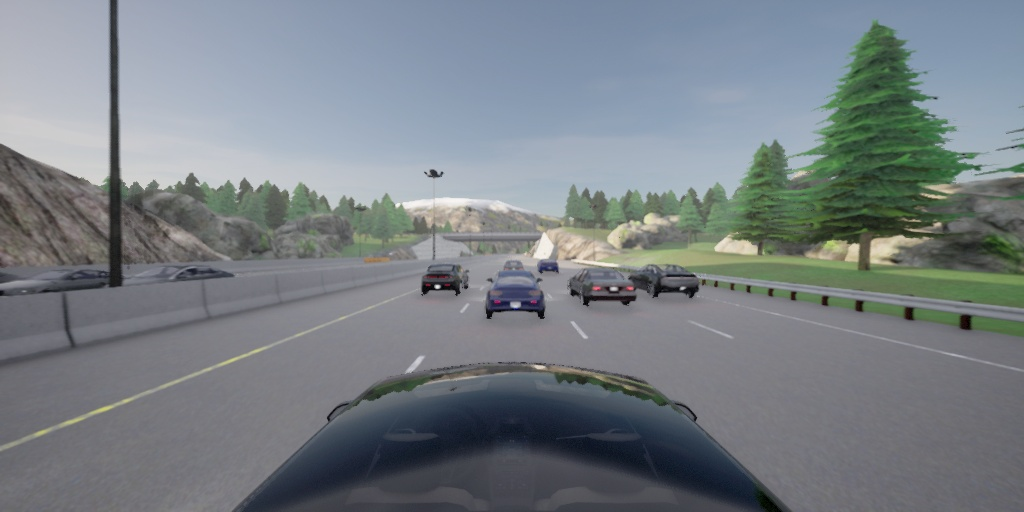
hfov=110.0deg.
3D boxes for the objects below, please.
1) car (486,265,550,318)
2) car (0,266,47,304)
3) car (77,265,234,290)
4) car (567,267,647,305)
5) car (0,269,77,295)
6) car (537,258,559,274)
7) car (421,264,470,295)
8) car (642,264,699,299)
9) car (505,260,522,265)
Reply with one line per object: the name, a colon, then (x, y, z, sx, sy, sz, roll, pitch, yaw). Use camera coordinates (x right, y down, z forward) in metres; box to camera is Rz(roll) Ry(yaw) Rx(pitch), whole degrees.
car: (0.098, 1.196, 12.469, 1.812, 1.442, 4.674, 0, 0, 0)
car: (-21.072, 1.179, 13.210, 1.812, 1.442, 4.674, 0, 0, 0)
car: (-14.077, 1.135, 15.007, 2.128, 1.511, 4.902, 0, 0, 0)
car: (3.616, 1.198, 15.236, 2.033, 1.411, 5.357, 0, 0, 0)
car: (-17.578, 1.213, 14.118, 1.994, 1.385, 4.181, 0, 0, 0)
car: (3.643, 0.967, 36.950, 1.882, 1.535, 5.008, 0, 0, 0)
car: (-3.379, 1.127, 18.702, 1.837, 1.490, 4.892, 0, 0, 0)
car: (7.118, 1.129, 17.362, 2.128, 1.511, 4.902, 0, 0, 0)
car: (0.135, 1.079, 31.082, 2.033, 1.411, 5.357, 0, 0, 0)
